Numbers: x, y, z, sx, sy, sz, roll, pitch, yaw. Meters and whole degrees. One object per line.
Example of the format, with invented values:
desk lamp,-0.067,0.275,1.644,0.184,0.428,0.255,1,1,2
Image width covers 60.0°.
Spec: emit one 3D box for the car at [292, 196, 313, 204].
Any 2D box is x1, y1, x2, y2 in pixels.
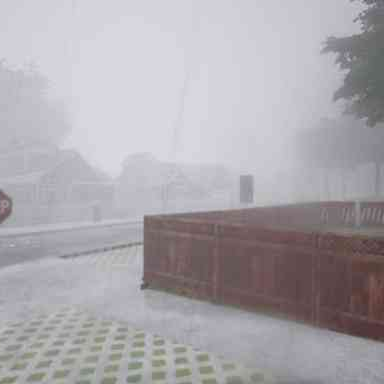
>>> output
car,15.337,1.371,45.926,1.837,1.490,4.892,0,0,36
